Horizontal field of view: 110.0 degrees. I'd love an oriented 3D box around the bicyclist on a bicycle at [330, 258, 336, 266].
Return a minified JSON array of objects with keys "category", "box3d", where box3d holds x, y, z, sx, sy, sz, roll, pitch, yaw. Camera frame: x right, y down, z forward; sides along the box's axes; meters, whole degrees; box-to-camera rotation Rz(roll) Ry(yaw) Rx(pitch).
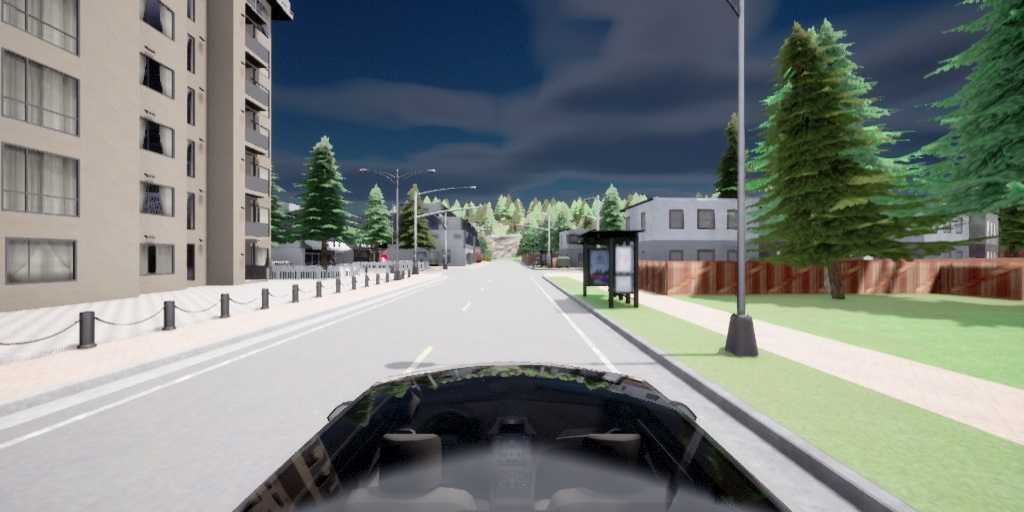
[{"category":"bicyclist on a bicycle","box3d":[-23.559,1.038,47.334,0.582,1.620,1.656,0,0,-2]}]
